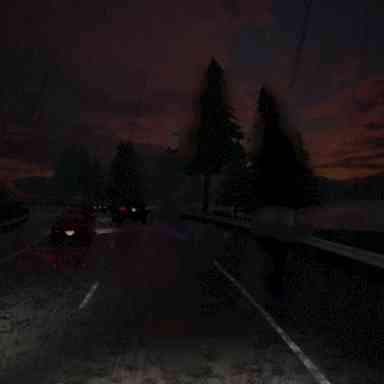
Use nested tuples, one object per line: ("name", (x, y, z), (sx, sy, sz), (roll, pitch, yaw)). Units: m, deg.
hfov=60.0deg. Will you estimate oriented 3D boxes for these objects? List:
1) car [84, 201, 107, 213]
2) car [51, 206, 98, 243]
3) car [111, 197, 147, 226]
("car", (-11.975, 1.849, 40.760), (2.033, 1.411, 5.357), (0, 0, -31))
("car", (-5.954, 1.653, 16.945), (1.812, 1.442, 4.674), (0, 0, -14))
("car", (-4.966, 1.404, 25.883), (2.150, 2.045, 5.566), (0, -1, -19))
